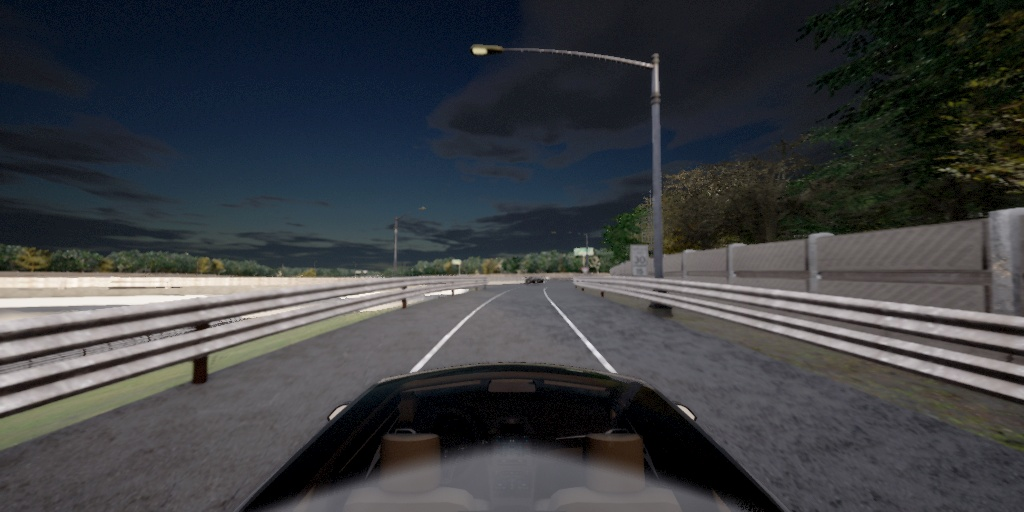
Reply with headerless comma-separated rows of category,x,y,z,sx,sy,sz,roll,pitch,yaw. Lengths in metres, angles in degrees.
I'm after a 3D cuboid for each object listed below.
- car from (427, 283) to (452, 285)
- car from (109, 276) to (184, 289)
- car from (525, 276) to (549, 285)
car,-8.926,3.266,45.808,2.128,1.511,4.902,-3,-4,42
car,-29.009,2.291,28.631,4.181,1.385,1.994,2,-4,-34
car,4.133,4.308,63.419,1.882,1.535,5.008,-2,-4,31
